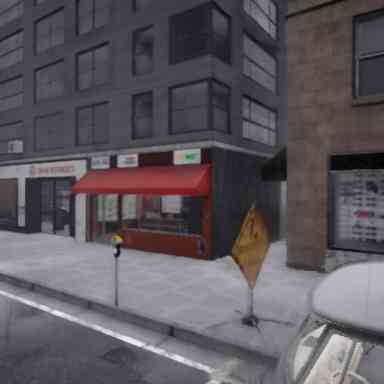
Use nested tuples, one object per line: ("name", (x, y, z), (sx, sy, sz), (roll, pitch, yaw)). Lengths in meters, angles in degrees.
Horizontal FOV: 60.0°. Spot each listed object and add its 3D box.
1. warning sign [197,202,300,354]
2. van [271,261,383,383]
("warning sign", (0.882, 1.105, 5.012), (1.060, 1.860, 1.300), (0, 0, 36))
("van", (2.209, 1.348, 1.229), (3.998, 1.788, 1.690), (0, 0, 36))
